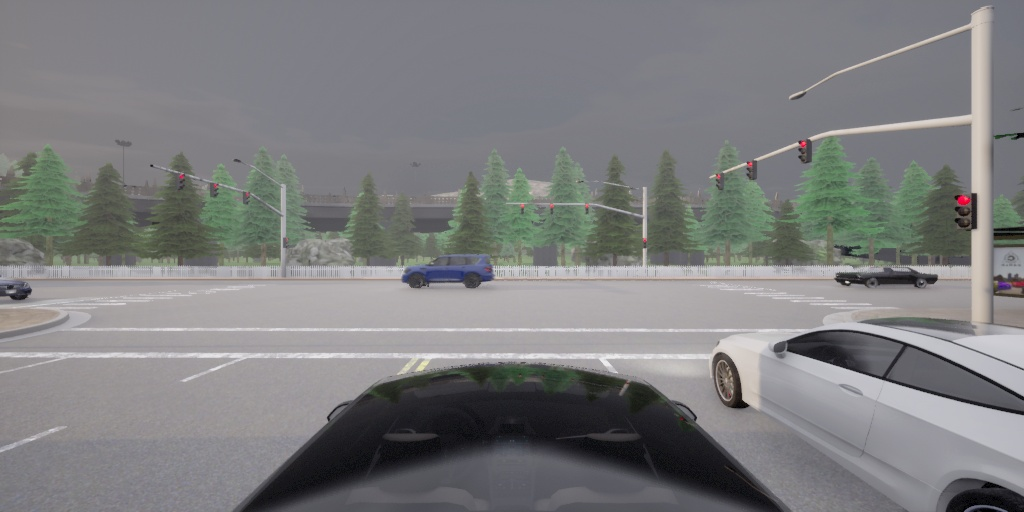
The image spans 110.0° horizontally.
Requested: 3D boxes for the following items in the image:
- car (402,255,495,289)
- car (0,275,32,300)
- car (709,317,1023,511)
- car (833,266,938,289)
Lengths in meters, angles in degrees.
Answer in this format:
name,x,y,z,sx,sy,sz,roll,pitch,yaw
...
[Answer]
name,x,y,z,sx,sy,sz,roll,pitch,yaw
car,-3.843,0.932,22.112,5.566,2.045,2.150,0,0,0
car,-23.174,1.220,14.920,4.674,1.442,1.812,0,0,0
car,3.657,1.276,3.180,1.812,1.442,4.674,0,0,2
car,22.866,1.295,22.082,4.718,1.301,1.895,0,0,0
